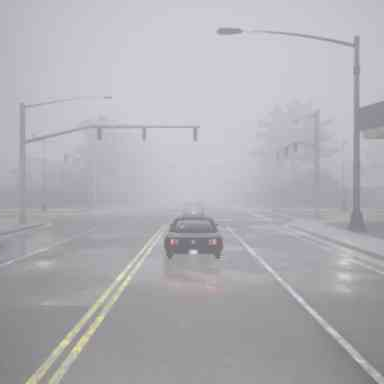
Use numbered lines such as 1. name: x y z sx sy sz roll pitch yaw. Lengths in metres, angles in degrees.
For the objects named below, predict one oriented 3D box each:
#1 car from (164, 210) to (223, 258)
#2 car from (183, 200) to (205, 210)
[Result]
1. car: 0.064 1.585 12.624 1.895 1.301 4.718 0 0 0
2. car: 0.162 1.488 30.077 1.812 1.442 4.674 0 0 1
